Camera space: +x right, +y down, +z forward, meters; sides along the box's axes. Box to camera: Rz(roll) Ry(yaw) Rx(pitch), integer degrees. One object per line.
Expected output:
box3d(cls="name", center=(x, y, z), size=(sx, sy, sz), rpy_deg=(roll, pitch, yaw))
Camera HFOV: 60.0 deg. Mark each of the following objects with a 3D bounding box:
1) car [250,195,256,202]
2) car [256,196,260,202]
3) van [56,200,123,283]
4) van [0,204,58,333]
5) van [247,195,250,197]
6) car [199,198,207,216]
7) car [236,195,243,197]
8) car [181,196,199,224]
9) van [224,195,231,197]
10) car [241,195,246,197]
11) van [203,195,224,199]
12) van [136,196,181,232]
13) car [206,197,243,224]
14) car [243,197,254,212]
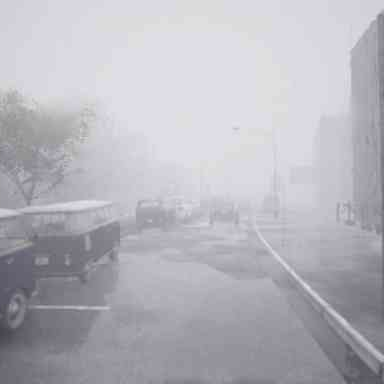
box3d(cls="car", center=(13.481, 1.935, 79.700), size=(2.002, 1.452, 4.674), rpy_deg=(-1, -1, 17))
box3d(cls="car", center=(15.417, 1.688, 86.163), size=(2.435, 2.045, 5.566), rpy_deg=(-1, 0, 17))
box3d(cls="van", center=(-3.335, 1.272, 9.720), size=(1.878, 1.987, 4.442), rpy_deg=(-2, 1, 2))
box3d(cls="van", center=(-3.607, 1.254, 4.146), size=(1.878, 1.987, 4.442), rpy_deg=(-2, 1, 1))
box3d(cls="van", center=(10.331, 1.622, 69.193), size=(1.878, 1.987, 4.442), rpy_deg=(-1, -1, 19))
box3d(cls="car", center=(-0.130, 1.677, 31.720), size=(2.002, 1.452, 4.674), rpy_deg=(-1, 1, 12))
box3d(cls="car", center=(7.108, 1.806, 58.469), size=(2.163, 1.488, 4.792), rpy_deg=(-1, 1, 15))
box3d(cls="car", center=(-1.229, 1.349, 26.269), size=(2.435, 2.045, 5.566), rpy_deg=(-1, 1, 8))
box3d(cls="van", center=(5.237, 1.521, 52.233), size=(1.878, 1.987, 4.442), rpy_deg=(-1, 1, 14))
box3d(cls="car", center=(8.693, 1.800, 63.748), size=(2.231, 1.521, 4.892), rpy_deg=(-1, 1, 15))
box3d(cls="van", center=(2.523, 1.473, 42.658), size=(1.878, 1.987, 4.442), rpy_deg=(-1, 1, 14))
box3d(cls="van", center=(-2.122, 1.336, 20.839), size=(1.878, 1.987, 4.442), rpy_deg=(-1, 1, 7))
box3d(cls="car", center=(2.616, 1.452, 25.564), size=(2.097, 1.767, 4.553), rpy_deg=(0, -1, 10))
box3d(cls="car", center=(6.489, 1.758, 42.556), size=(1.994, 1.385, 4.181), rpy_deg=(-1, 0, 15))
